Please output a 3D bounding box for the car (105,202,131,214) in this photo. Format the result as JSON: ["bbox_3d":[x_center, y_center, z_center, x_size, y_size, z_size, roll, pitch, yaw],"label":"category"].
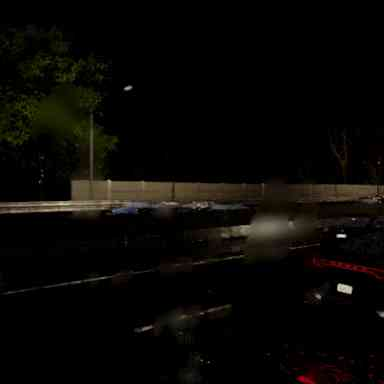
[{"bbox_3d":[-5.015,1.526,29.934,5.357,1.411,2.033,0,0,-38],"label":"car"}]

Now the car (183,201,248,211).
[{"bbox_3d":[2.366,1.524,22.881,5.357,1.411,2.033,0,0,-36],"label":"car"}]

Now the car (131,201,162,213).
[{"bbox_3d":[-2.387,1.578,28.089,4.718,1.301,1.895,0,0,-36],"label":"car"}]

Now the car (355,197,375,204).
[{"bbox_3d":[28.523,1.475,54.365,4.674,1.442,1.812,0,0,-35],"label":"car"}]

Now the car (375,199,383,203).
[{"bbox_3d":[31.097,1.453,51.910,4.892,1.490,1.837,0,0,-35],"label":"car"}]

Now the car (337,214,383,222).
[{"bbox_3d":[6.943,1.543,13.002,4.181,1.385,1.994,0,0,-36],"label":"car"}]

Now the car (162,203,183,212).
[{"bbox_3d":[0.500,1.468,25.848,4.902,1.511,2.128,0,0,-36],"label":"car"}]

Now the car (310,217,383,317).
[{"bbox_3d":[4.577,1.465,7.015,5.008,1.535,1.882,0,0,-35],"label":"car"}]
